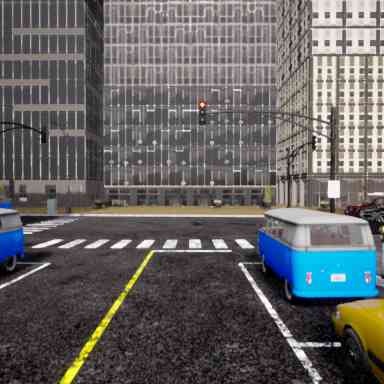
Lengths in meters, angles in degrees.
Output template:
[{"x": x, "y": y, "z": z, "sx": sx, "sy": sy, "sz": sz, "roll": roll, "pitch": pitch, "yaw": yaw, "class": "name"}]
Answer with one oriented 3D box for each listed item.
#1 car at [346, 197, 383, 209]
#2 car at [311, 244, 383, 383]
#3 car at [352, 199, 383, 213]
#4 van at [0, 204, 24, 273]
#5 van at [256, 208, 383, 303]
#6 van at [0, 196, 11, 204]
[{"x": 15.252, "y": 1.338, "z": 27.278, "sx": 5.009, "sy": 1.841, "sz": 2.192, "roll": 0, "pitch": 1, "yaw": 0, "class": "car"}, {"x": 2.682, "y": 1.525, "z": 2.521, "sx": 1.752, "sy": 1.417, "sz": 4.829, "roll": -1, "pitch": 0, "yaw": 0, "class": "car"}, {"x": 15.054, "y": 1.550, "z": 24.685, "sx": 4.902, "sy": 1.511, "sz": 2.128, "roll": 0, "pitch": 1, "yaw": 0, "class": "car"}, {"x": -5.699, "y": 1.339, "z": 7.986, "sx": 1.690, "sy": 1.788, "sz": 3.998, "roll": -1, "pitch": 0, "yaw": 0, "class": "van"}, {"x": 2.681, "y": 1.339, "z": 7.953, "sx": 1.690, "sy": 1.788, "sz": 3.998, "roll": -1, "pitch": 0, "yaw": 0, "class": "van"}, {"x": -17.138, "y": 1.200, "z": 27.486, "sx": 3.998, "sy": 1.788, "sz": 1.690, "roll": 0, "pitch": 1, "yaw": 0, "class": "van"}]
